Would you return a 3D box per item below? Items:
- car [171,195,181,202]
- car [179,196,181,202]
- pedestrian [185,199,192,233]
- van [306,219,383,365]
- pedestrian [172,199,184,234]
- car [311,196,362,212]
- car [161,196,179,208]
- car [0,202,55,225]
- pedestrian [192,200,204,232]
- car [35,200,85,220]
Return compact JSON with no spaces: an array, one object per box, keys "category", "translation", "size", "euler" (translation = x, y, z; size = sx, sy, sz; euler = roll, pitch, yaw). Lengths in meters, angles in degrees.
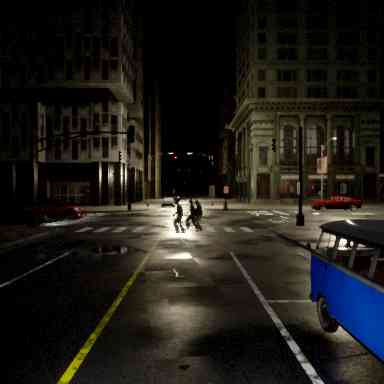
[{"category":"car","translation":[-3.527,1.460,73.122],"size":[1.994,1.385,4.181],"euler":[0,0,-1]},{"category":"car","translation":[-3.472,1.486,59.898],"size":[2.033,1.411,5.357],"euler":[0,0,-1]},{"category":"pedestrian","translation":[-0.048,1.287,18.861],"size":[0.375,1.860,0.375],"euler":[0,0,0]},{"category":"van","translation":[2.836,1.341,4.232],"size":[1.690,1.788,3.998],"euler":[0,0,0]},{"category":"pedestrian","translation":[-0.749,1.287,17.662],"size":[0.375,1.860,0.375],"euler":[0,0,0]},{"category":"car","translation":[15.103,1.218,34.937],"size":[5.008,1.535,1.882],"euler":[-1,0,0]},{"category":"car","translation":[-3.353,1.509,48.237],"size":[2.033,1.411,5.357],"euler":[0,0,0]},{"category":"car","translation":[-12.931,1.730,24.853],"size":[4.181,1.385,1.994],"euler":[-1,0,0]},{"category":"pedestrian","translation":[0.331,1.287,18.264],"size":[0.375,1.860,0.375],"euler":[0,0,0]},{"category":"car","translation":[-11.574,1.481,28.412],"size":[4.553,1.767,2.097],"euler":[-1,0,-5]}]
